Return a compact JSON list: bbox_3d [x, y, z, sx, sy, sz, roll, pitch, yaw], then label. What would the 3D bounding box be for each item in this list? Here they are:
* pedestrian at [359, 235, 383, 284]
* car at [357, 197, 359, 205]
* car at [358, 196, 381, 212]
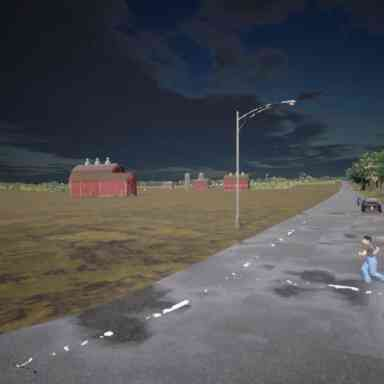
[{"bbox_3d":[4.318,1.574,8.014,0.375,1.300,0.375,-2,1,25],"label":"pedestrian"},{"bbox_3d":[27.702,1.393,53.791,2.033,1.411,5.357,0,0,25],"label":"car"},{"bbox_3d":[20.424,1.451,38.055,1.837,1.490,4.892,0,0,25],"label":"car"}]
